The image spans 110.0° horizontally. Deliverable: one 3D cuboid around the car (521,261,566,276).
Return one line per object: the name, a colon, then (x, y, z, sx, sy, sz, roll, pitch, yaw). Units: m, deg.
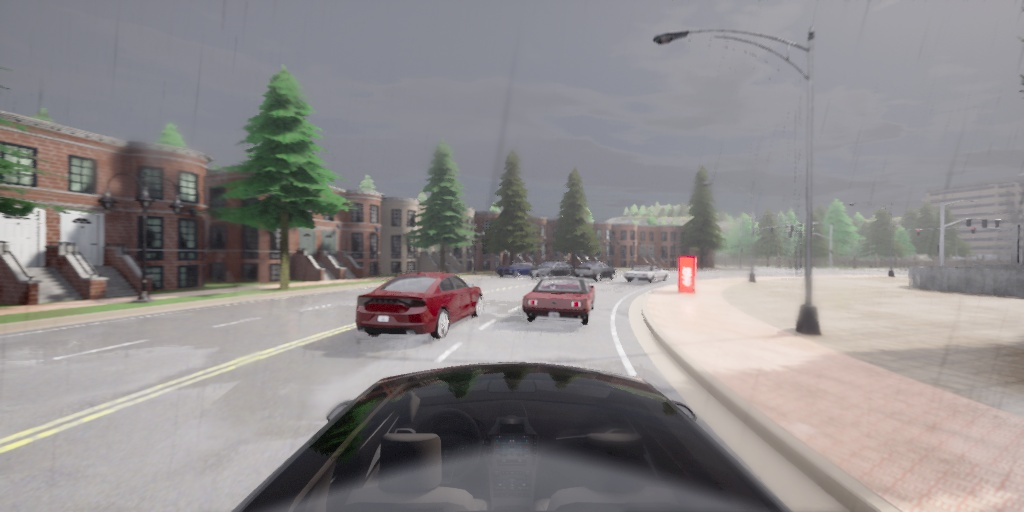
car: (3.318, 1.188, 30.040, 2.128, 1.511, 4.902, 1, 0, 39)

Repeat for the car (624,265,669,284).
car: (10.404, 1.367, 27.494, 1.895, 1.301, 4.718, 1, 0, 41)

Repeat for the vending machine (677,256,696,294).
vending machine: (9.061, 0.976, 18.556, 1.100, 2.100, 0.880, 0, 0, 30)

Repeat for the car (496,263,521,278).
car: (0.677, 1.267, 32.412, 1.895, 1.301, 4.718, 1, 0, 39)

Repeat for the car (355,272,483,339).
car: (-2.250, 1.183, 10.060, 1.882, 1.535, 5.008, 0, 0, 11)

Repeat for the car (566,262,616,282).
car: (6.619, 1.222, 28.310, 2.128, 1.511, 4.902, 0, 0, 38)

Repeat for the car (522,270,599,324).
car: (1.773, 1.336, 12.038, 1.895, 1.301, 4.718, 1, 0, 16)
